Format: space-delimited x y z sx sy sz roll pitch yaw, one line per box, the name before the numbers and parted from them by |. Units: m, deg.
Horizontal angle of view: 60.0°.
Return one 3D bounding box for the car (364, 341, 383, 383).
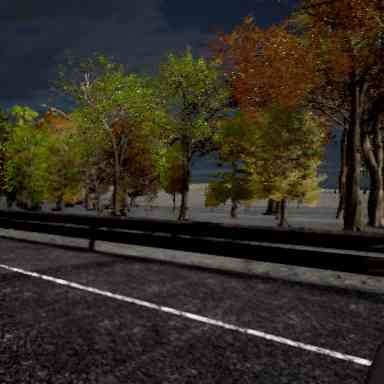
car | 3.650 1.546 1.389 5.357 1.411 2.033 0 0 35
